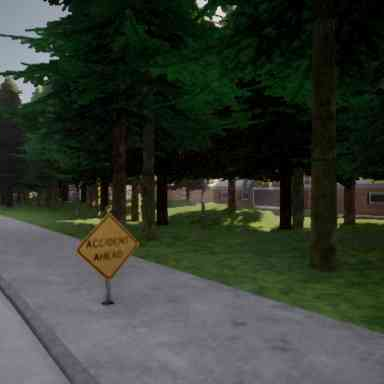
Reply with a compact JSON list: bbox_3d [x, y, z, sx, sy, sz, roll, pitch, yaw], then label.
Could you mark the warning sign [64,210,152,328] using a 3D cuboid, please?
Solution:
[{"bbox_3d":[-1.596,1.326,6.334,1.300,1.860,1.060,0,0,-39],"label":"warning sign"}]
